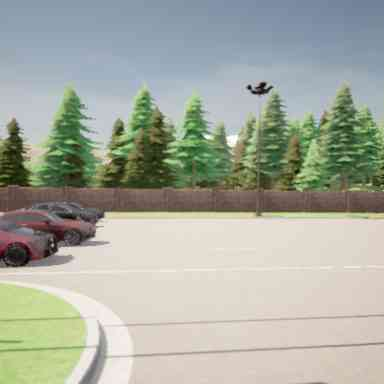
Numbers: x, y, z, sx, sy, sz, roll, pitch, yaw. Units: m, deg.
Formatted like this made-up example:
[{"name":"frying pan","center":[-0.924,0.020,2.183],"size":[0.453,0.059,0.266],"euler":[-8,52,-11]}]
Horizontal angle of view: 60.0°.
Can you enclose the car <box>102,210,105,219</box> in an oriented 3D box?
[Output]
[{"name":"car","center":[-8.861,1.440,24.229],"size":[4.892,1.490,1.837],"euler":[1,0,-8]}]

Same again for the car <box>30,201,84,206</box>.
[{"name":"car","center":[-8.402,1.440,20.757],"size":[4.892,1.490,1.837],"euler":[1,0,-8]}]

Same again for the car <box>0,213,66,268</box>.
[{"name":"car","center":[-6.449,1.505,10.425],"size":[4.181,1.385,1.994],"euler":[1,0,-8]}]

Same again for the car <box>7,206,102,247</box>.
[{"name":"car","center":[-6.438,1.472,13.970],"size":[4.674,1.442,1.812],"euler":[1,0,-8]}]
